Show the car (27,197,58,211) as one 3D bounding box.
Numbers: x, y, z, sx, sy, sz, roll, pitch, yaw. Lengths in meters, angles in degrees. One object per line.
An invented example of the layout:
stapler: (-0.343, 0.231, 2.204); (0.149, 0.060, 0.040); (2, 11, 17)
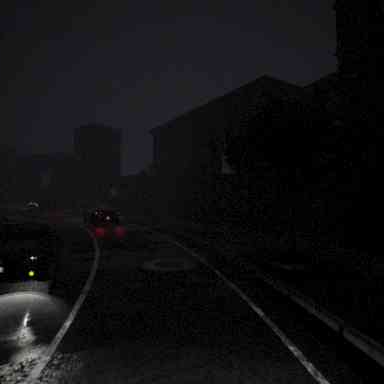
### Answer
car: (-16.810, 1.334, 37.336); (4.902, 1.511, 2.128); (1, -2, 44)

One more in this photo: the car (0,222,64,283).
car: (-4.922, 1.592, 9.569); (1.994, 1.385, 4.181); (1, 0, -14)

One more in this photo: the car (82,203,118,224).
car: (-6.817, 1.558, 24.686); (1.812, 1.442, 4.674); (2, -1, -28)
